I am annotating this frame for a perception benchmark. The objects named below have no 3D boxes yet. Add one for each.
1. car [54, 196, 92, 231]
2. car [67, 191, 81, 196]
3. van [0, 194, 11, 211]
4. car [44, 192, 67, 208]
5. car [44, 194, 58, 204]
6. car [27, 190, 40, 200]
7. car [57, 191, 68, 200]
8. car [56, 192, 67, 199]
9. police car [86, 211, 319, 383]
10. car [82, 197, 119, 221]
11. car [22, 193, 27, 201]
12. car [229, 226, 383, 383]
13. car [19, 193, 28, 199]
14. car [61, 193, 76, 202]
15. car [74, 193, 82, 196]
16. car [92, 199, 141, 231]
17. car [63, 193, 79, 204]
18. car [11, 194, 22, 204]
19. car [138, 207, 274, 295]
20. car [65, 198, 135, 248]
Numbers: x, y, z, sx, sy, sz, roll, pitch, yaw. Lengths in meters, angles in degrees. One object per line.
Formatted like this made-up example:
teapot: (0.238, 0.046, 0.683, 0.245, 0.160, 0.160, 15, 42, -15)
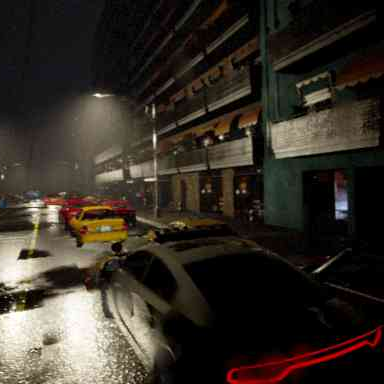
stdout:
car: (-6.559, 1.220, 19.153, 1.882, 1.535, 5.008, -2, 2, -27)
car: (-16.088, 0.768, 45.236, 2.192, 1.841, 5.009, -3, 1, -24)
van: (-21.436, 1.147, 36.676, 1.690, 1.788, 3.998, -3, 1, -24)
car: (-16.464, 0.938, 39.619, 2.097, 1.767, 4.553, -2, 1, -24)
car: (-21.791, 1.025, 51.444, 1.812, 1.442, 4.674, -2, 1, -24)
car: (-35.174, 0.673, 74.035, 2.150, 2.045, 5.566, -2, 1, -24)
car: (-27.626, 0.710, 71.088, 1.967, 1.590, 4.097, -3, 1, -24)
car: (-29.930, 0.804, 76.258, 1.947, 1.339, 4.313, -3, 1, -24)
police car: (-0.036, 1.302, 4.682, 1.930, 1.638, 5.238, -2, 2, -26)
car: (-6.847, 1.169, 24.568, 1.887, 1.381, 4.507, -3, 2, -24)
car: (-35.212, 1.111, 67.544, 1.752, 1.417, 4.829, -3, 1, -24)
car: (2.387, 1.261, 3.883, 1.967, 1.590, 4.097, -2, 2, -24)
car: (-42.204, 1.077, 83.210, 1.802, 1.307, 4.206, -3, 1, -24)
car: (-20.697, 0.927, 55.581, 2.008, 1.369, 4.403, -3, 1, -24)
car: (-9.225, 1.102, 29.889, 1.752, 1.417, 4.829, -3, 1, -24)
car: (-4.536, 1.218, 19.395, 1.887, 1.381, 4.507, -2, 2, -24)
car: (-18.389, 0.965, 50.412, 2.008, 1.369, 4.403, -3, 1, -24)
car: (-28.358, 1.131, 52.187, 1.967, 1.590, 4.097, -3, 1, -24)
car: (0.012, 1.295, 9.210, 1.752, 1.417, 4.829, -2, 2, -24)
car: (-4.063, 1.241, 13.945, 1.801, 1.575, 5.366, -2, 1, -24)
